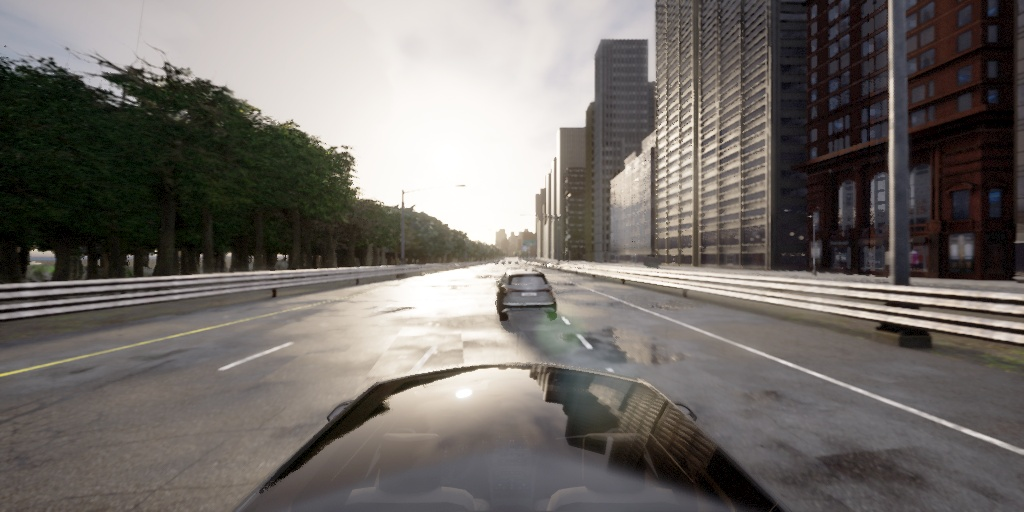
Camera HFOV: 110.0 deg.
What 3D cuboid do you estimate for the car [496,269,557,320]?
[{"bbox_3d":[0.409,1.269,13.340,2.033,1.649,4.856,0,0,-3],"label":"car"}]
